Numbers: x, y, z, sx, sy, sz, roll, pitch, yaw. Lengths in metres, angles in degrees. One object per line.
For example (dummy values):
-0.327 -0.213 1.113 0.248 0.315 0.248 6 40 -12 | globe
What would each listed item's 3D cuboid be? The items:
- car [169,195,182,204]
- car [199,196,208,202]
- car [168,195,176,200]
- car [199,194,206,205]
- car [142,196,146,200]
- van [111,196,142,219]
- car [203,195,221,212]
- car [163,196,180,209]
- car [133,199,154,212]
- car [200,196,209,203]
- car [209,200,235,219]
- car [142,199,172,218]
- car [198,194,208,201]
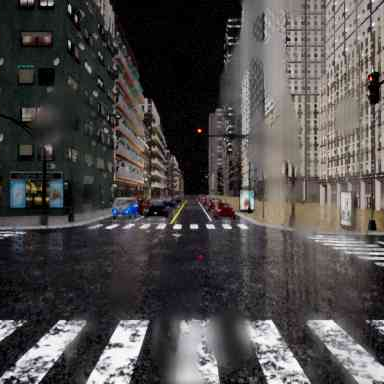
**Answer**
-2.985 1.649 63.946 1.895 1.301 4.718 0 0 0 | car
2.715 1.634 78.182 1.802 1.307 4.206 0 0 0 | car
-5.662 1.640 94.767 1.947 1.339 4.313 0 0 0 | car
2.711 1.468 56.071 1.967 1.590 4.097 0 0 0 | car
-5.674 1.328 33.964 2.192 1.841 5.009 0 0 0 | car
-5.675 1.351 28.436 1.690 1.788 3.998 0 0 0 | van
2.708 1.456 39.489 1.967 1.590 4.097 0 0 0 | car
-3.090 1.620 45.387 1.895 1.301 4.718 0 0 0 | car
-5.674 1.560 39.492 1.887 1.381 4.507 0 0 0 | car
2.714 1.590 72.654 1.887 1.381 4.507 0 0 0 | car
2.704 1.592 28.433 1.802 1.307 4.206 0 0 0 | car
-3.104 1.574 29.717 1.994 1.385 4.181 0 0 -2 | car
2.718 1.373 83.710 2.192 1.841 5.009 0 0 0 | car
